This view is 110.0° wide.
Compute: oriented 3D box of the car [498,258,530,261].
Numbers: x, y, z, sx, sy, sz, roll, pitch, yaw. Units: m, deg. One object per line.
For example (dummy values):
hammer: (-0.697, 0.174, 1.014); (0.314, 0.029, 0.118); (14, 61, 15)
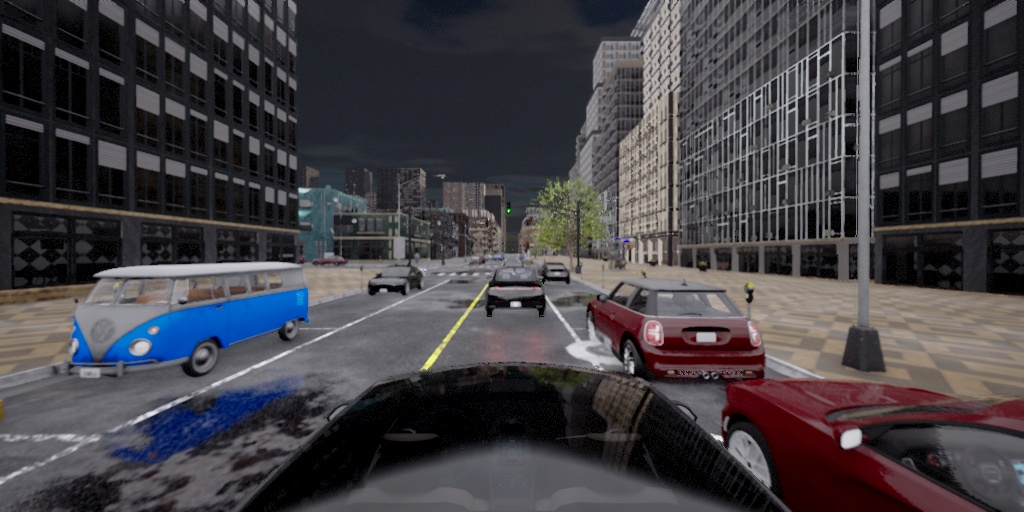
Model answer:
car: (0.064, 1.051, 27.959); (1.895, 1.301, 4.718); (0, 1, -2)

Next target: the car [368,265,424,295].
car: (-5.675, 1.129, 18.013); (1.948, 1.339, 4.313); (0, 0, 0)

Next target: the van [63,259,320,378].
van: (-5.685, 1.031, 6.935); (1.690, 1.789, 3.998); (0, 0, 0)

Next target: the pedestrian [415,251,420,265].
pedestrian: (-12.708, 0.257, 48.024); (0.375, 1.860, 0.375); (0, 0, -1)

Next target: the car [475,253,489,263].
car: (-5.636, 0.381, 61.577); (2.192, 1.841, 5.009); (0, 0, 0)

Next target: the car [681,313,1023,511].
car: (2.689, 1.299, 1.389); (1.888, 1.381, 4.507); (0, 0, 0)

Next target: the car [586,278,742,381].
car: (2.695, 1.130, 6.928); (1.967, 1.591, 4.097); (0, 0, 0)

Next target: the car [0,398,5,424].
car: (-5.691, 1.278, 1.226); (1.751, 1.417, 4.829); (0, 0, 0)

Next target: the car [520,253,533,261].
car: (2.745, 0.592, 61.741); (1.751, 1.417, 4.829); (0, 0, 0)

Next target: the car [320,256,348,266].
car: (-22.782, 0.593, 44.953); (4.207, 1.307, 1.802); (0, 0, -1)

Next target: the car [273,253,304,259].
car: (-28.330, 0.383, 44.880); (4.097, 1.591, 1.967); (0, 0, -1)

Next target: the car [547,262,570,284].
car: (2.710, 1.066, 23.545); (1.948, 1.339, 4.313); (0, 0, 0)

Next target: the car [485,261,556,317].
car: (0.108, 1.118, 12.545); (2.128, 1.511, 4.902); (0, 1, 0)

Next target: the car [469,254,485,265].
car: (-5.640, 0.711, 56.026); (1.802, 1.307, 4.207); (0, 0, 0)
